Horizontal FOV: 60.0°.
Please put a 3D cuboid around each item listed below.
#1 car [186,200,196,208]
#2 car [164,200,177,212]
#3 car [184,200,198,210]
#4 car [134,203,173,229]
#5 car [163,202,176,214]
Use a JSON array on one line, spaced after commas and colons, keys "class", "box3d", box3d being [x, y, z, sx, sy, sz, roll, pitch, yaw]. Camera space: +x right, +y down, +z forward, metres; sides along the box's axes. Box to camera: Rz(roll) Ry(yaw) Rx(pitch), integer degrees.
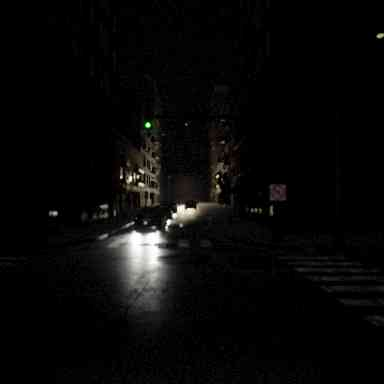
[{"class": "car", "box3d": [-0.235, 2.228, 63.013, 1.837, 1.490, 4.892, 0, -1, 0]}, {"class": "car", "box3d": [-3.001, 1.846, 43.117, 2.097, 1.767, 4.553, 0, -1, 0]}, {"class": "car", "box3d": [-0.196, 2.107, 52.595, 1.837, 1.490, 4.892, 0, -1, 0]}, {"class": "car", "box3d": [-2.876, 1.768, 23.944, 2.128, 1.511, 4.902, 0, -1, 3]}, {"class": "car", "box3d": [-2.961, 1.945, 33.103, 1.994, 1.385, 4.181, 0, -1, 0]}]
